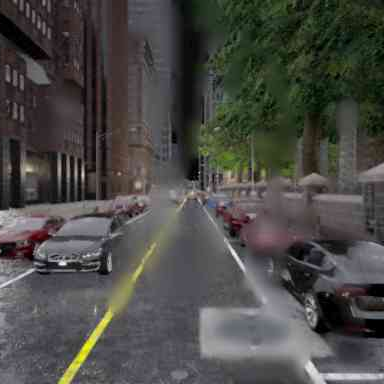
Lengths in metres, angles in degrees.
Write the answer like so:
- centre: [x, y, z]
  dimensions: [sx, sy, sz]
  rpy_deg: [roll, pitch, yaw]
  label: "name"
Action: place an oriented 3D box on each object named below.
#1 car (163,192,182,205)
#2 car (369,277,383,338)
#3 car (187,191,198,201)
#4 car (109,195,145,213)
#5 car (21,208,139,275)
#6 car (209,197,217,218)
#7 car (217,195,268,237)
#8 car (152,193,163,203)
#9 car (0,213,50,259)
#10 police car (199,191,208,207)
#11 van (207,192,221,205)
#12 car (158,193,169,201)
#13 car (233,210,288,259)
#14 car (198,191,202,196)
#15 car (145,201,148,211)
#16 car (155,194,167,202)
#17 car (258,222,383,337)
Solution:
- centre: [-3.025, 1.140, 52.220]
  dimensions: [1.882, 1.535, 5.008]
  rpy_deg: [0, 0, 0]
  label: "car"
- centre: [2.759, 1.548, 1.048]
  dimensions: [2.008, 1.369, 4.403]
  rpy_deg: [0, 0, 0]
  label: "car"
- centre: [0.059, 1.095, 67.396]
  dimensions: [1.994, 1.385, 4.181]
  rpy_deg: [0, 0, 1]
  label: "car"
- centre: [-5.746, 1.170, 28.670]
  dimensions: [2.192, 1.841, 5.009]
  rpy_deg: [0, 0, 0]
  label: "car"
- centre: [-3.085, 1.468, 10.389]
  dimensions: [1.837, 1.490, 4.892]
  rpy_deg: [0, 0, 0]
  label: "car"
- centre: [2.780, 1.402, 28.676]
  dimensions: [1.887, 1.381, 4.507]
  rpy_deg: [0, 0, 0]
  label: "car"
- centre: [2.771, 1.243, 17.624]
  dimensions: [2.192, 1.841, 5.009]
  rpy_deg: [0, 0, 0]
  label: "car"
- centre: [-5.727, 1.177, 56.291]
  dimensions: [2.008, 1.369, 4.403]
  rpy_deg: [0, 0, 0]
  label: "car"
- centre: [-5.759, 1.498, 12.096]
  dimensions: [1.887, 1.381, 4.507]
  rpy_deg: [0, 0, 0]
  label: "car"
- centre: [2.395, 1.136, 46.629]
  dimensions: [1.930, 1.638, 5.238]
  rpy_deg: [0, 0, 0]
  label: "police car"
- centre: [2.784, 1.155, 34.198]
  dimensions: [1.690, 1.788, 3.998]
  rpy_deg: [0, 0, 0]
  label: "van"
- centre: [-5.719, 0.965, 67.339]
  dimensions: [1.967, 1.590, 4.097]
  rpy_deg: [0, 1, 0]
  label: "car"
- centre: [2.767, 1.538, 12.100]
  dimensions: [1.802, 1.307, 4.206]
  rpy_deg: [0, 0, 0]
  label: "car"
- centre: [2.803, 0.894, 61.818]
  dimensions: [2.192, 1.841, 5.009]
  rpy_deg: [0, 1, 0]
  label: "car"
- centre: [-5.742, 1.252, 34.194]
  dimensions: [1.967, 1.590, 4.097]
  rpy_deg: [0, 0, 0]
  label: "car"
- centre: [-5.723, 1.104, 61.645]
  dimensions: [1.752, 1.417, 4.829]
  rpy_deg: [0, 1, 0]
  label: "car"
- centre: [2.761, 1.545, 6.574]
  dimensions: [1.947, 1.339, 4.313]
  rpy_deg: [0, 0, 0]
  label: "car"
